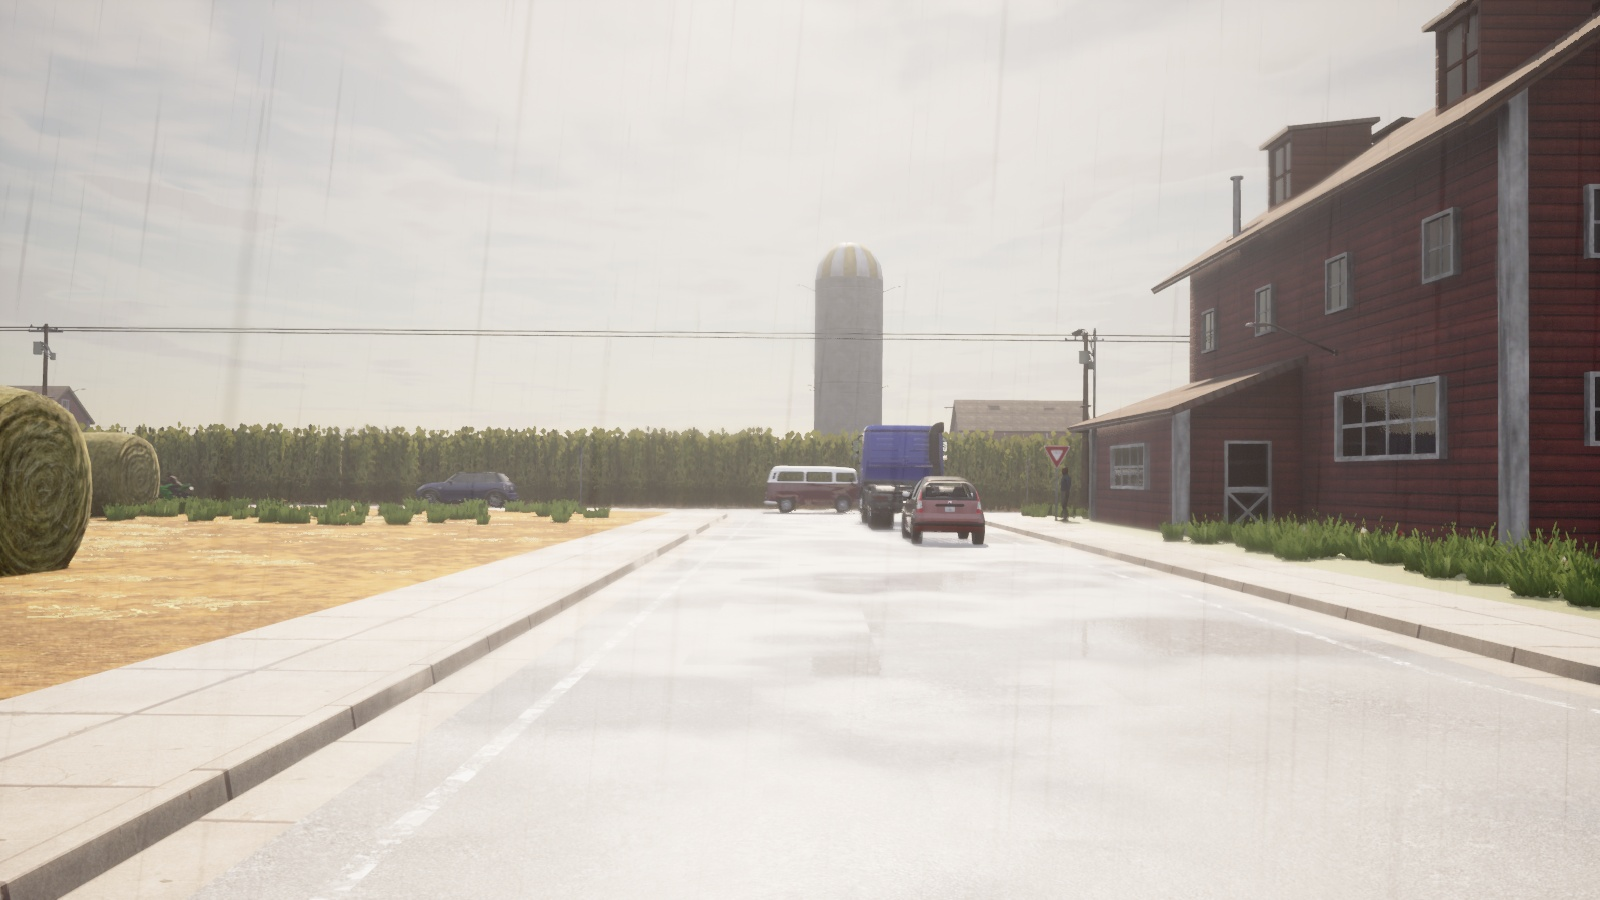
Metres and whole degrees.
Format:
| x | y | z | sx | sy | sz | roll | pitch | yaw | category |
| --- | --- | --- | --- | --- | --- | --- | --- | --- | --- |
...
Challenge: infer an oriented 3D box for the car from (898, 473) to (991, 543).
| x | y | z | sx | sy | sz | roll | pitch | yaw | category |
| --- | --- | --- | --- | --- | --- | --- | --- | --- | --- |
| 3.507 | 1.387 | 31.174 | 1.851 | 1.617 | 3.988 | 0 | -1 | 0 | car |

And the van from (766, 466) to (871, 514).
| x | y | z | sx | sy | sz | roll | pitch | yaw | category |
| --- | --- | --- | --- | --- | --- | --- | --- | --- | --- |
| 0.799 | 1.722 | 54.693 | 4.480 | 2.038 | 2.069 | 0 | -1 | 1 | van |

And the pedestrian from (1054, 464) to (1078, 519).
| x | y | z | sx | sy | sz | roll | pitch | yaw | category |
| --- | --- | --- | --- | --- | --- | --- | --- | --- | --- |
| 8.839 | 1.383 | 41.788 | 0.726 | 1.835 | 0.370 | 0 | -1 | 3 | pedestrian |

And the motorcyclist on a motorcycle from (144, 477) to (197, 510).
| x | y | z | sx | sy | sz | roll | pitch | yaw | category |
| --- | --- | --- | --- | --- | --- | --- | --- | --- | --- |
| -29.398 | 2.018 | 58.638 | 2.044 | 1.523 | 0.797 | 0 | -1 | 1 | motorcyclist on a motorcycle |

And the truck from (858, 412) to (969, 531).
| x | y | z | sx | sy | sz | roll | pitch | yaw | category |
| --- | --- | --- | --- | --- | --- | --- | --- | --- | --- |
| 3.507 | 0.709 | 40.789 | 2.891 | 3.462 | 7.936 | 0 | -1 | 0 | truck |

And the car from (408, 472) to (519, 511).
| x | y | z | sx | sy | sz | roll | pitch | yaw | category |
| --- | --- | --- | --- | --- | --- | --- | --- | --- | --- |
| -15.610 | 1.914 | 58.439 | 4.553 | 1.767 | 2.097 | 0 | -1 | 1 | car |
